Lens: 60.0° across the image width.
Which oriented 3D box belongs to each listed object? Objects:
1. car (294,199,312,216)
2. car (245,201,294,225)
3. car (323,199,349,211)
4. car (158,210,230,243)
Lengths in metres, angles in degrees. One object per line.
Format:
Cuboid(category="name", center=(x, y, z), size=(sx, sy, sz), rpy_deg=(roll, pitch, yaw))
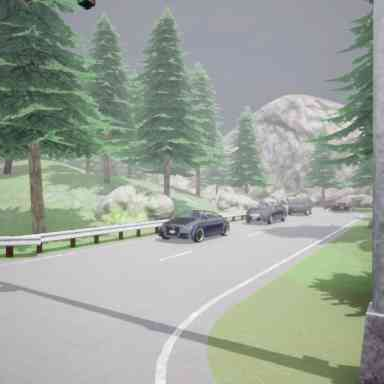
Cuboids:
Cuboid(category="car", center=(10.908, 1.537, 33.507), size=(1.837, 1.490, 4.892), rpy_deg=(0, 0, 26))
Cuboid(category="car", center=(5.592, 1.516, 24.781), size=(2.128, 1.511, 4.902), rpy_deg=(0, 0, 33))
Cuboid(category="car", center=(17.495, 1.614, 40.451), size=(1.812, 1.442, 4.674), rpy_deg=(1, 0, 5))
Cuboid(category="car", center=(0.204, 1.581, 16.422), size=(1.994, 1.385, 4.181), rpy_deg=(0, 0, 33))
